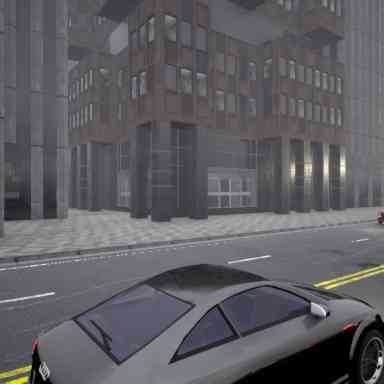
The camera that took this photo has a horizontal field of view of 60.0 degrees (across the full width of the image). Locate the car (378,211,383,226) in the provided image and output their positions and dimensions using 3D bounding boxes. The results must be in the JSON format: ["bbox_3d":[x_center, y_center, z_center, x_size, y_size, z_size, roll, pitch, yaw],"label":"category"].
[{"bbox_3d":[14.449,1.467,22.474,5.008,1.535,1.882,0,0,-36],"label":"car"}]

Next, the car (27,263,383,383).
[{"bbox_3d":[0.451,1.563,3.800,4.181,1.385,1.994,0,0,-36],"label":"car"}]
